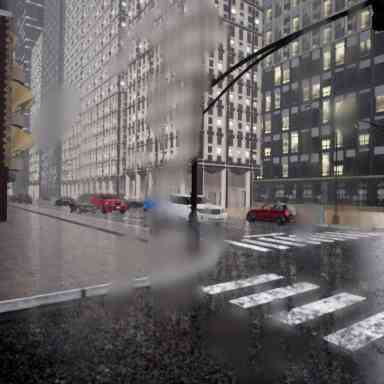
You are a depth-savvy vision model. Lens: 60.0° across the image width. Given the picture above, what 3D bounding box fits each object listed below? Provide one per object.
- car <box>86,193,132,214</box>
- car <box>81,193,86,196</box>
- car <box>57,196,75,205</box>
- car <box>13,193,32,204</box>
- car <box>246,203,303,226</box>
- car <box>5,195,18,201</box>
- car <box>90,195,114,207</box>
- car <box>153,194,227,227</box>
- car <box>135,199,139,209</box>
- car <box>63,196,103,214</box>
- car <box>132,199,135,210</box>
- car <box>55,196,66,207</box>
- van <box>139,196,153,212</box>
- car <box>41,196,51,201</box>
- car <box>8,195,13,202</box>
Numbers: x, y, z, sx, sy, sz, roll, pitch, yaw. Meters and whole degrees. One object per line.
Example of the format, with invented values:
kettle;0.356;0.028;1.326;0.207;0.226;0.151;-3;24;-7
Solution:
car;-8.696;1.149;34.362;2.150;2.045;5.566;1;-1;-35
car;-18.521;1.247;58.880;2.150;2.045;5.566;1;-1;-35
car;-22.510;1.484;59.286;1.812;1.442;4.674;1;-1;-35
car;-30.502;1.154;60.549;2.192;1.841;5.009;1;-1;-35
car;5.790;1.504;23.977;1.967;1.590;4.097;1;-1;-35
car;-40.327;1.377;74.355;2.008;1.369;4.403;1;-1;-35
car;-14.426;1.379;53.130;2.097;1.767;4.553;1;-1;-35
car;-0.088;1.169;22.257;2.150;2.045;5.566;1;-1;-35
car;-7.308;1.583;42.388;2.008;1.369;4.403;1;-1;-35
car;-10.863;1.426;32.928;2.008;1.369;4.403;1;-1;-35
car;-9.261;1.459;40.667;1.882;1.535;5.008;1;-1;-35
car;-18.453;1.472;48.209;1.994;1.385;4.181;1;-1;-35
van;-4.031;1.381;37.787;1.690;1.788;3.998;1;-1;-35
car;-36.775;1.569;83.814;1.802;1.307;4.206;1;-1;-35
car;-37.054;1.396;69.752;1.947;1.339;4.313;1;-1;-35
